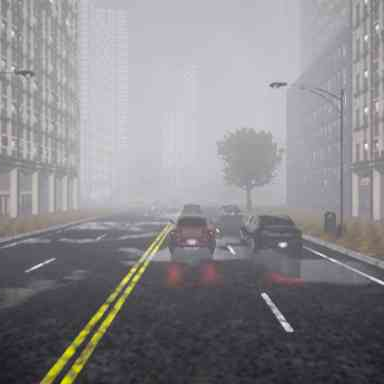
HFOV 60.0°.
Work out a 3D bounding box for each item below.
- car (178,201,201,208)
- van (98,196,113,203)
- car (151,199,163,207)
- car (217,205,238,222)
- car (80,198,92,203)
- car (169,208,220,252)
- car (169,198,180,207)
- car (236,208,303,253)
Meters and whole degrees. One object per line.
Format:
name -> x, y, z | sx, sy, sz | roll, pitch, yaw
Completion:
car -> -0.001, 1.778, 29.282 | 1.837, 1.490, 4.892 | 0, 0, 0
van -> -22.663, 1.923, 86.706 | 3.998, 1.788, 1.690 | 0, 0, 1
car -> -6.546, 2.090, 62.998 | 2.033, 1.411, 5.357 | 0, 0, 1
car -> 3.247, 1.814, 28.984 | 2.033, 1.411, 5.357 | 0, 0, 0
car -> -28.203, 2.102, 86.751 | 4.507, 1.381, 1.887 | 0, 0, 1
car -> 0.002, 1.661, 14.384 | 1.812, 1.442, 4.674 | 0, 0, 0
car -> -3.298, 1.903, 64.130 | 2.097, 1.767, 4.553 | 0, 0, 1
car -> 3.252, 1.643, 14.294 | 1.837, 1.490, 4.892 | 0, 0, 0
